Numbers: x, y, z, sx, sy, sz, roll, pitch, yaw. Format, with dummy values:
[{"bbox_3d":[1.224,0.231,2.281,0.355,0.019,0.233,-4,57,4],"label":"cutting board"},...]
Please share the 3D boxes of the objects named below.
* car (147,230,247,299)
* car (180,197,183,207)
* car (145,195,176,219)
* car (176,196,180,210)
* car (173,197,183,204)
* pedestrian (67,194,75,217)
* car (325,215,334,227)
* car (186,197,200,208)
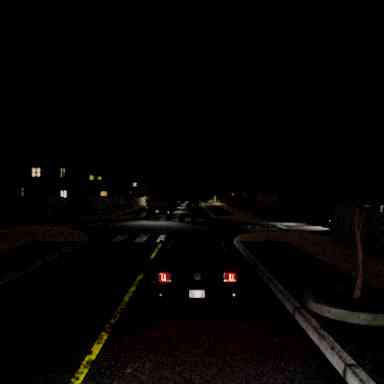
[{"bbox_3d":[0.098,1.605,8.391,1.895,1.301,4.718,0,0,0],"label":"car"},{"bbox_3d":[-2.830,1.448,53.609,2.097,1.767,4.553,0,0,0],"label":"car"},{"bbox_3d":[-2.852,1.253,29.863,2.150,2.045,5.566,0,0,0],"label":"car"},{"bbox_3d":[-2.847,1.566,42.025,1.837,1.490,4.892,0,-1,0],"label":"car"},{"bbox_3d":[-2.769,1.680,67.792,1.812,1.442,4.674,0,0,0],"label":"car"},{"bbox_3d":[-9.631,1.045,26.420,0.375,1.860,0.375,0,-2,0],"label":"pedestrian"},{"bbox_3d":[11.714,1.899,23.505,4.181,1.385,1.994,1,-1,-1],"label":"car"},{"bbox_3d":[0.096,1.593,51.187,1.837,1.490,4.892,0,0,0],"label":"car"}]
